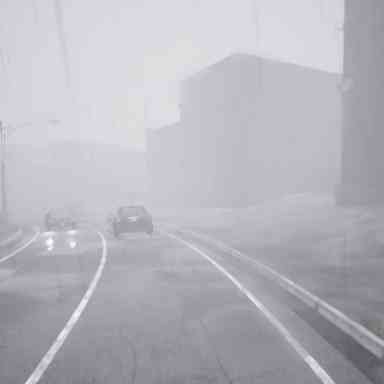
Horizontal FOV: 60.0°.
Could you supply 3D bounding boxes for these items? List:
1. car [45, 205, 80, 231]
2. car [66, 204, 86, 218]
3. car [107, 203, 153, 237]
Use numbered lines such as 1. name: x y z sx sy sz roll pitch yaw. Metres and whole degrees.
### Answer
1. car: -9.666 1.949 24.245 1.812 1.442 4.674 -2 -1 -27
2. car: -13.631 2.118 37.274 2.097 1.767 4.553 -3 0 -38
3. car: -3.738 1.520 19.476 2.097 1.767 4.553 -2 -1 -19
